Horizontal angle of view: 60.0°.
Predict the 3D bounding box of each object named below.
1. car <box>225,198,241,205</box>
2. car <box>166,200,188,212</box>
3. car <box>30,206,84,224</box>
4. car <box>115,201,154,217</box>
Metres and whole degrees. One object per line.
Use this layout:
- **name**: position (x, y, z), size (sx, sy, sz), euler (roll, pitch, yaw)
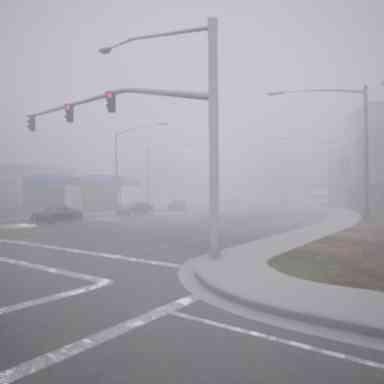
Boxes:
- **car**: position (8.348, 1.882, 68.471), size (2.128, 1.511, 4.902), euler (0, 0, -18)
- **car**: position (-1.950, 1.829, 44.429), size (1.837, 1.490, 4.892), euler (-1, 0, 15)
- **car**: position (-11.165, 1.862, 27.688), size (1.994, 1.385, 4.181), euler (-1, 0, 36)
- **car**: position (-5.992, 1.777, 35.173), size (1.882, 1.535, 5.008), euler (-1, 0, 30)
